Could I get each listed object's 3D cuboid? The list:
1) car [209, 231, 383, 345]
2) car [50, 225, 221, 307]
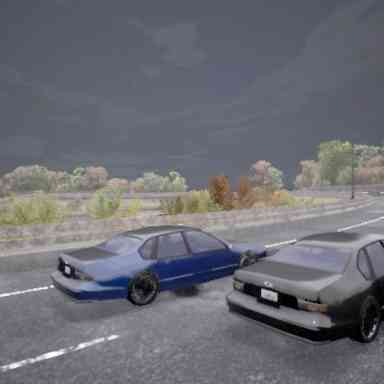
[{"bbox_3d":[3.044,1.480,6.329,5.357,1.411,2.033,-1,0,-39],"label":"car"},{"bbox_3d":[-0.449,1.522,8.017,5.357,1.411,2.033,-1,0,-39],"label":"car"}]
